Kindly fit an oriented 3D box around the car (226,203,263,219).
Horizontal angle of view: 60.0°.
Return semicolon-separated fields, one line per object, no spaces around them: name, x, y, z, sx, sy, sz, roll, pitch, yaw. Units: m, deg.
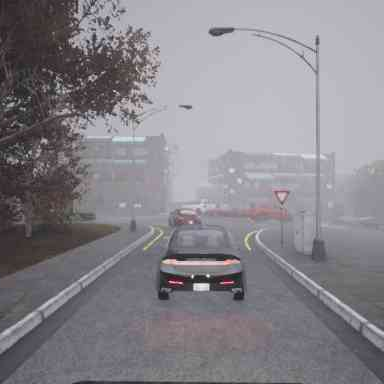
car;6.734;2.470;43.221;2.185;1.767;4.553;6;-3;-32

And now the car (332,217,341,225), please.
car;21.473;4.047;46.207;2.002;1.452;4.674;6;-3;-31

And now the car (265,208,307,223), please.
car;12.535;3.159;44.618;1.946;1.575;5.366;6;-3;-31

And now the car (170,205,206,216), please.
car;-0.594;1.920;24.777;1.812;1.442;4.674;0;-1;-12

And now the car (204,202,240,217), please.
car;3.773;2.226;42.653;2.185;1.767;4.553;4;-3;-32

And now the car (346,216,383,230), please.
car;24.431;4.330;46.791;2.002;1.452;4.674;7;-3;-31

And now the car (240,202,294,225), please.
car;8.323;2.173;34.281;5.566;2.045;2.150;5;-2;-11

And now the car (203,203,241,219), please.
car;3.935;2.340;37.334;4.718;1.301;1.895;3;-1;-11

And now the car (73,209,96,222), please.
car;-12.139;2.302;33.421;5.008;1.535;1.882;-2;-1;13

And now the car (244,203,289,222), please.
car;9.718;2.630;43.849;2.435;2.045;5.566;7;-3;-32

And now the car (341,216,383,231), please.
car;21.412;3.844;40.866;4.892;1.490;1.837;6;-2;-11

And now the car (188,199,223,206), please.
car;0.908;1.941;41.995;2.435;2.045;5.566;1;-2;-31

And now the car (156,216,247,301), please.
car;0.215;1.582;8.551;2.128;1.511;4.902;0;-1;1
